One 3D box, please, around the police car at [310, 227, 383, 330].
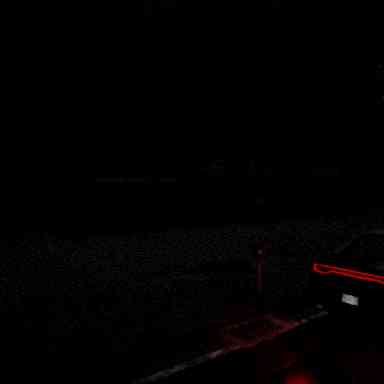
[{"bbox_3d":[4.447,1.361,6.431,5.238,1.638,1.930,-1,0,-35],"label":"police car"}]
